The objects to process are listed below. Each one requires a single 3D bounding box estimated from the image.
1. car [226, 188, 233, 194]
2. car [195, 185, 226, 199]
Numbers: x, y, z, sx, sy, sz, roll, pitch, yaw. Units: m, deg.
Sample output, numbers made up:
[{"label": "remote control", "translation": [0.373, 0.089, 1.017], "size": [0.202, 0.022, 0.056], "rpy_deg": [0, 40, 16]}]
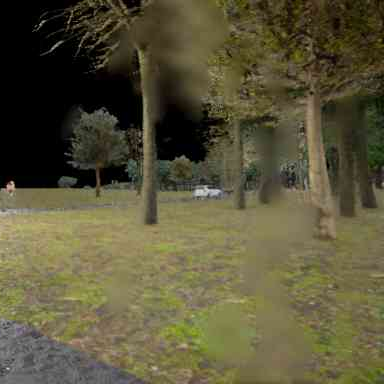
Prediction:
[{"label": "car", "translation": [7.134, -0.166, 71.781], "size": [1.882, 1.535, 5.008], "rpy_deg": [-3, 1, 34]}, {"label": "car", "translation": [2.590, -0.011, 52.777], "size": [2.150, 2.045, 5.566], "rpy_deg": [-3, 0, 34]}]
